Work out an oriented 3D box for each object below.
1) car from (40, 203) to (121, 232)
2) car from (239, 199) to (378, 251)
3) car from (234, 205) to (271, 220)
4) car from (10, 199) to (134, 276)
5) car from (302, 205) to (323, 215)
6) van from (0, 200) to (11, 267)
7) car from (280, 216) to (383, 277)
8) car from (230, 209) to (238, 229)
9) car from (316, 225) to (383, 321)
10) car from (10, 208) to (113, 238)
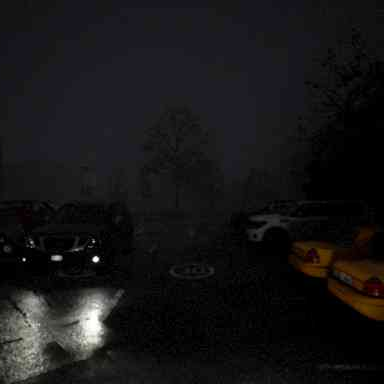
[{"bbox_3d":[-7.174,1.613,21.817,4.553,1.767,2.185,0,-1,0],"label":"car"},{"bbox_3d":[5.067,1.350,14.242,5.566,2.045,2.435,0,-1,0],"label":"car"},{"bbox_3d":[6.844,2.173,36.956,1.882,1.535,5.008,-2,-3,39],"label":"car"},{"bbox_3d":[-3.335,1.298,10.992,2.150,2.045,5.566,0,0,0],"label":"car"},{"bbox_3d":[19.177,2.776,52.878,2.128,1.511,4.902,-1,-2,32],"label":"car"},{"bbox_3d":[-7.058,1.319,9.674,4.442,1.987,1.878,0,-1,0],"label":"van"},{"bbox_3d":[5.280,1.529,8.522,5.366,1.575,1.946,0,-1,0],"label":"car"},{"bbox_3d":[5.044,1.449,19.703,5.566,2.045,2.435,0,-1,0],"label":"car"},{"bbox_3d":[5.279,1.507,5.861,5.366,1.575,1.946,0,0,0],"label":"car"},{"bbox_3d":[-7.187,1.681,18.779,5.008,1.535,2.097,0,-1,0],"label":"car"}]
